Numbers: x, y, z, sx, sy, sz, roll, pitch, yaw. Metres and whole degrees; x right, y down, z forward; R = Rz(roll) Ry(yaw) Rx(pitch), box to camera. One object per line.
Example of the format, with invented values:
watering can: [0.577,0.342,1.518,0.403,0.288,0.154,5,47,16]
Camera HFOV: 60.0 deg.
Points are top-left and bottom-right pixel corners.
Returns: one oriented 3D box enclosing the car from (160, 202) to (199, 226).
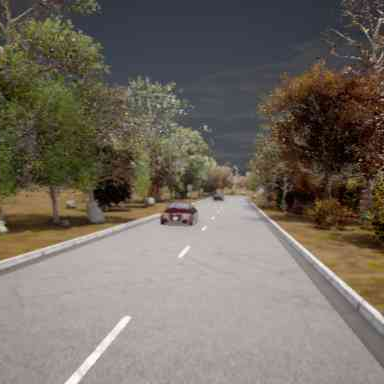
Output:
car: [-0.713,1.333,21.322,1.994,1.385,4.181,2,1,8]

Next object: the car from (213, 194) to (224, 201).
car: [4.973,1.076,62.748,1.895,1.301,4.718,2,1,8]
